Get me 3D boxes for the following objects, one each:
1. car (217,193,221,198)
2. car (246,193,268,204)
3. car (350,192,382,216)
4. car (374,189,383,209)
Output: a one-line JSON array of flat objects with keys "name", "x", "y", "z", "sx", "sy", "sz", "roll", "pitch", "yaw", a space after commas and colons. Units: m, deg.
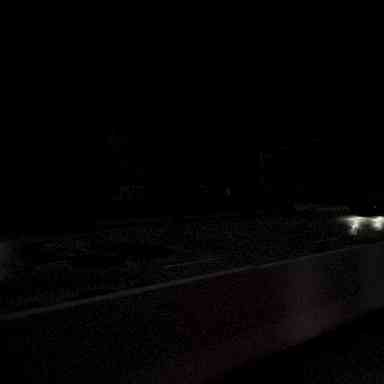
[{"name": "car", "x": 5.436, "y": 0.874, "z": 70.323, "sx": 1.994, "sy": 1.385, "sz": 4.181, "roll": -1, "pitch": 1, "yaw": -6}, {"name": "car", "x": 9.333, "y": 0.962, "z": 49.940, "sx": 1.882, "sy": 1.535, "sz": 5.008, "roll": -1, "pitch": 1, "yaw": -35}, {"name": "car", "x": 14.431, "y": 1.090, "z": 27.996, "sx": 1.882, "sy": 1.535, "sz": 5.008, "roll": 1, "pitch": 1, "yaw": 24}, {"name": "car", "x": 21.494, "y": 0.694, "z": 34.176, "sx": 5.566, "sy": 2.045, "sz": 2.150, "roll": 0, "pitch": 1, "yaw": 45}]
